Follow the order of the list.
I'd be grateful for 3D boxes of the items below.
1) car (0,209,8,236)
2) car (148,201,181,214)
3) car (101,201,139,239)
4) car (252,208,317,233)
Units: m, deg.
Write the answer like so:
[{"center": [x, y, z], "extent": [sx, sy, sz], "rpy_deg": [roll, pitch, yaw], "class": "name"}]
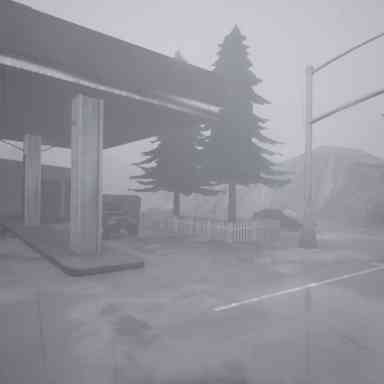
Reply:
[{"center": [-11.665, 1.520, 18.470], "extent": [2.242, 1.667, 4.611], "rpy_deg": [1, 0, -36], "class": "car"}, {"center": [-2.961, 1.695, 34.990], "extent": [1.812, 1.442, 4.674], "rpy_deg": [1, 0, -35], "class": "car"}, {"center": [-4.534, 1.446, 18.268], "extent": [1.905, 1.878, 3.866], "rpy_deg": [1, 0, -36], "class": "car"}, {"center": [6.032, 1.800, 22.252], "extent": [1.812, 1.442, 4.674], "rpy_deg": [1, 0, -35], "class": "car"}]
